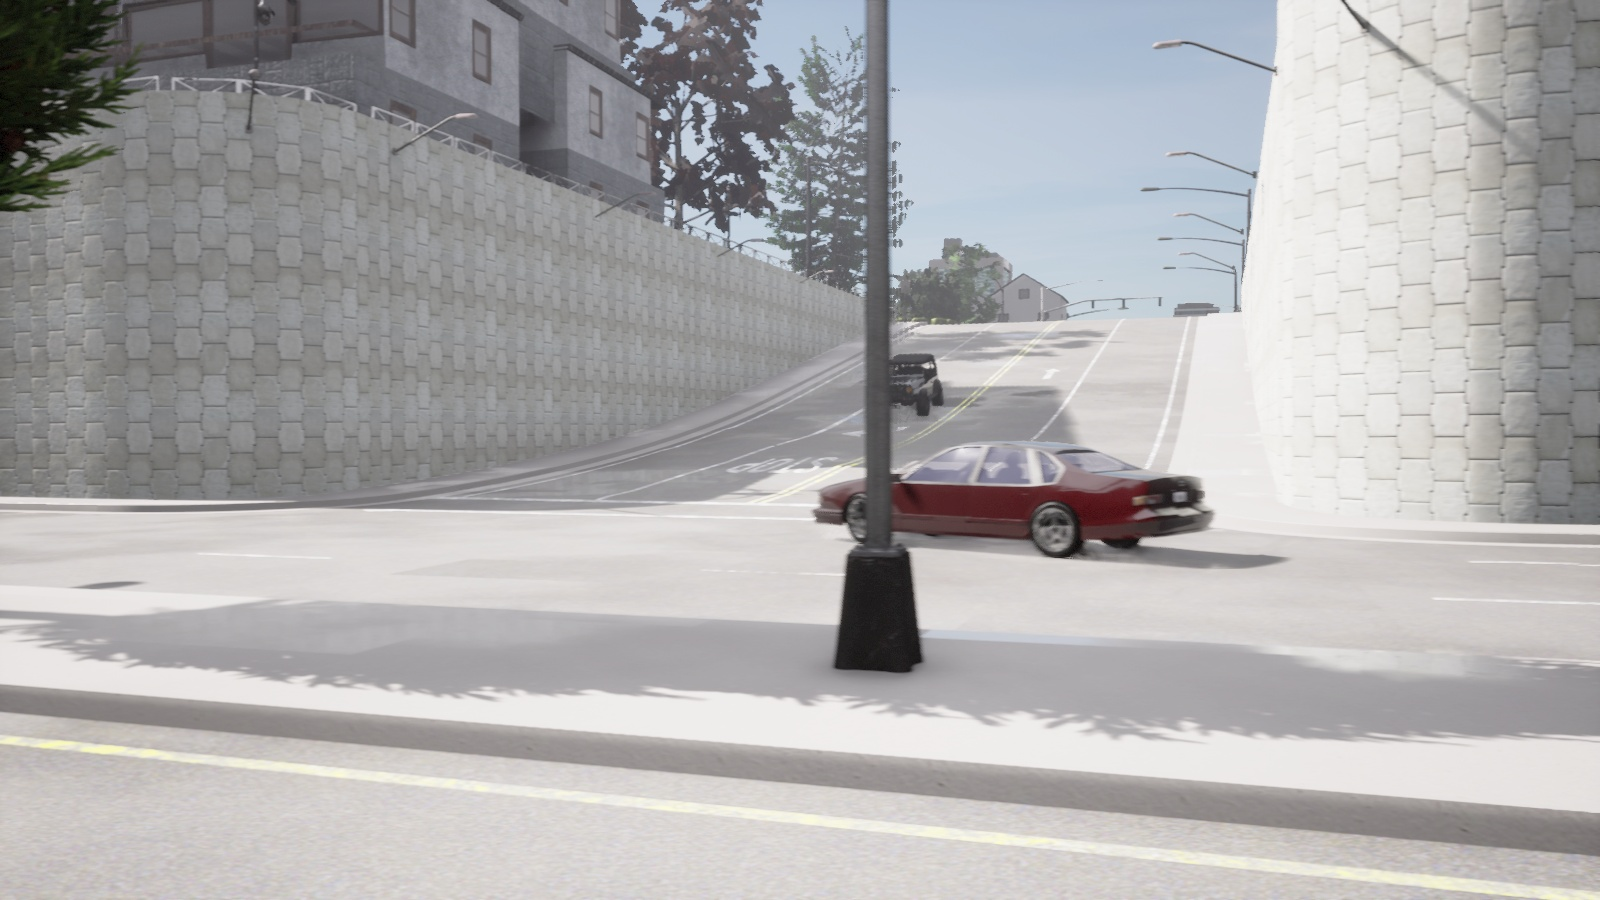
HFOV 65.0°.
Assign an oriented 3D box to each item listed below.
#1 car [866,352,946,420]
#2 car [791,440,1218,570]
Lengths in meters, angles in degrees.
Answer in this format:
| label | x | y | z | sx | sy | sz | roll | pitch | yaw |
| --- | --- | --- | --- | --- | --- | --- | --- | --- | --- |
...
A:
| label | x | y | z | sx | sy | sz | roll | pitch | yaw |
| --- | --- | --- | --- | --- | --- | --- | --- | --- | --- |
| car | 3.792 | -2.285 | 44.214 | 1.905 | 1.878 | 3.866 | 1 | 11 | 19 |
| car | 2.528 | 0.597 | 16.681 | 5.357 | 1.411 | 2.033 | 1 | 1 | 43 |
